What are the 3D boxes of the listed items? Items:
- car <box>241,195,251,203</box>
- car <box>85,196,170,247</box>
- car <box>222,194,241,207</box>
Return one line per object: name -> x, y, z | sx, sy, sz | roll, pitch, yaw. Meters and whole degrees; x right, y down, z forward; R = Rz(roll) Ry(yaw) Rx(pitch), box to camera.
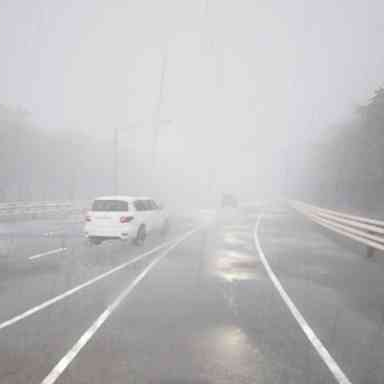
car -> 12.731, 1.951, 81.225 | 1.994, 1.385, 4.181 | 0, -1, 13
car -> -2.710, 1.212, 15.210 | 2.150, 2.045, 5.566 | 0, 0, 13
car -> 6.043, 1.326, 52.893 | 2.150, 2.045, 5.566 | 0, 0, 13
